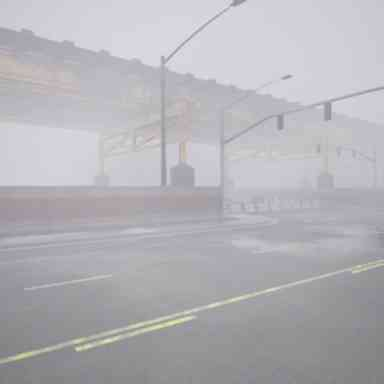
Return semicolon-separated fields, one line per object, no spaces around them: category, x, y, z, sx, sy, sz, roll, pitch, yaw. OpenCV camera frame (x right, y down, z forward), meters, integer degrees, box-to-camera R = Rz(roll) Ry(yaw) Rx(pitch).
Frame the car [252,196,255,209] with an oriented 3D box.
car;3.737;1.268;34.708;4.974;1.542;2.038;0;0;8

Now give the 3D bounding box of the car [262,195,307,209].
car;11.391;1.188;41.153;4.974;1.542;2.038;0;0;-7

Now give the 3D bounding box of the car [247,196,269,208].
car;7.496;1.073;37.442;1.853;1.218;4.536;0;0;18

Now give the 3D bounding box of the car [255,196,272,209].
car;7.481;1.231;37.394;2.038;1.542;4.974;0;0;18

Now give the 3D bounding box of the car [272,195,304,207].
car;11.339;1.031;41.146;4.536;1.218;1.853;0;0;-7

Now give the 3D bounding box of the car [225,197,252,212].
car;3.684;1.111;34.714;4.536;1.218;1.853;0;0;8
